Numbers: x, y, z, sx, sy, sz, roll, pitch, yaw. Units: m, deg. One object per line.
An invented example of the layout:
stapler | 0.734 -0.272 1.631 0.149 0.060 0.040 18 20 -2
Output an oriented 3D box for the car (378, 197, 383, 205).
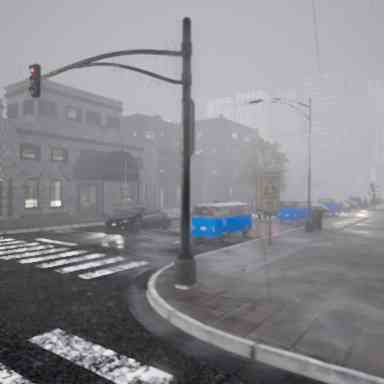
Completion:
car | 36.480 1.806 66.160 1.887 1.381 4.507 0 0 35

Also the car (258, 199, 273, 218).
car | 7.901 1.585 29.966 2.128 1.511 4.902 0 0 35

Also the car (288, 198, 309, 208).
car | 16.939 1.675 52.915 1.887 1.381 4.507 0 0 35

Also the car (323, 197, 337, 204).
car | 29.535 1.734 70.851 1.752 1.417 4.829 0 0 35

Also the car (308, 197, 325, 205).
car | 23.286 1.713 61.953 1.887 1.381 4.507 0 0 35

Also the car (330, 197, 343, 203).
car | 32.805 1.797 75.509 1.947 1.339 4.313 0 0 35

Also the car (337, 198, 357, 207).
car | 26.101 1.740 55.878 2.033 1.411 5.357 0 0 35

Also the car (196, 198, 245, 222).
car | 2.489 1.413 27.825 2.097 1.767 4.553 0 0 35

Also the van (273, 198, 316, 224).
van | 7.921 1.441 25.491 1.690 1.788 3.998 0 0 35

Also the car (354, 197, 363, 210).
car | 20.613 1.730 43.565 1.947 1.339 4.313 0 0 35

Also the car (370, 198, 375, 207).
car | 26.962 1.516 52.604 2.192 1.841 5.009 0 0 35

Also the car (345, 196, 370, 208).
car | 23.788 1.497 48.086 2.192 1.841 5.009 0 0 35

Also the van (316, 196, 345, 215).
van | 14.268 1.472 34.528 1.690 1.788 3.998 0 0 35

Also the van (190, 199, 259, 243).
van | 1.574 1.414 16.453 1.690 1.788 3.998 0 0 35

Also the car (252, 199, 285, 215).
car | 8.446 1.594 36.294 1.837 1.490 4.892 0 0 35

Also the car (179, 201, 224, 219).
car | 0.975 1.573 30.182 1.752 1.417 4.829 0 0 35

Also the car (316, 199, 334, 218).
car | 11.093 1.660 30.009 1.887 1.381 4.507 0 0 35

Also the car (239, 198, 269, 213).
car | 7.420 1.519 39.360 1.967 1.590 4.097 0 0 35

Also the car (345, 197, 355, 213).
car | 17.538 1.673 39.187 1.752 1.417 4.829 0 0 35

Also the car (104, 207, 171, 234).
car | -3.135 1.601 19.820 1.994 1.385 4.181 0 0 35

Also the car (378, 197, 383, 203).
car | 46.001 1.893 79.716 1.947 1.339 4.313 0 0 35

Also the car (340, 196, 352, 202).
car | 39.153 1.715 84.547 1.967 1.590 4.097 0 0 35

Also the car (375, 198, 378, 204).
car | 30.232 1.746 57.262 1.752 1.417 4.829 0 0 35
